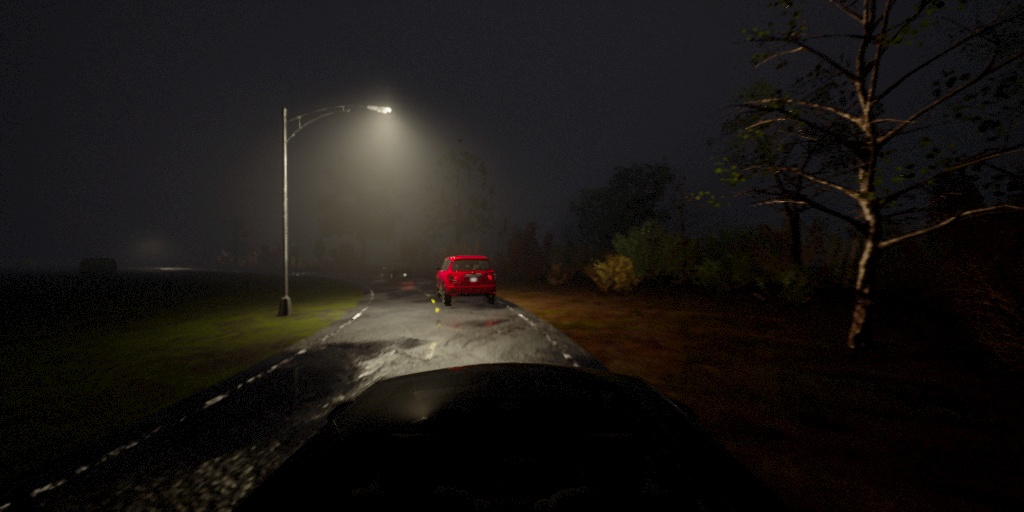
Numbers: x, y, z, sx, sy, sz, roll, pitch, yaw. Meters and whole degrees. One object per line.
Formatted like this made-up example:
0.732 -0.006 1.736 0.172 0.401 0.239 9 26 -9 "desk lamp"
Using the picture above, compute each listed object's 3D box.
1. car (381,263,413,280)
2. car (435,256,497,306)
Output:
-10.927 1.423 33.834 1.837 1.490 4.892 0 0 -36 "car"
-2.275 1.040 16.705 2.150 2.045 5.566 0 0 -17 "car"
